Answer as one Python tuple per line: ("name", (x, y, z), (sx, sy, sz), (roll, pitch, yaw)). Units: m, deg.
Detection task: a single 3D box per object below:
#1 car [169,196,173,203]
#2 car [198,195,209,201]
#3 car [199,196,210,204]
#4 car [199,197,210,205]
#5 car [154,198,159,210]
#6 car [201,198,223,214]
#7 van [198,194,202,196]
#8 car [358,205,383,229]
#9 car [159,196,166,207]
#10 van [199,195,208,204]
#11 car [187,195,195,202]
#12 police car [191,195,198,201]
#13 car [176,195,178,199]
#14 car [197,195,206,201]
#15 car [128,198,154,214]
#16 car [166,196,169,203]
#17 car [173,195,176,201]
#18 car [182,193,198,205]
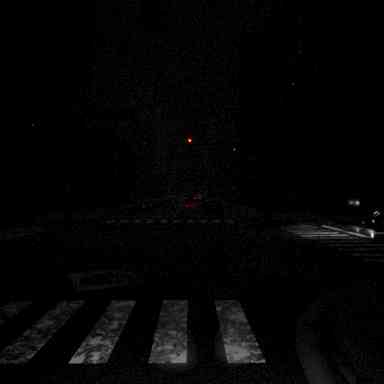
("car", (-5.628, 1.552, 69.253), (1.967, 1.590, 4.097), (0, 0, 0))
("car", (2.372, 1.637, 52.709), (1.947, 1.339, 4.313), (0, 0, 0))
("car", (2.364, 1.641, 47.199), (1.802, 1.307, 4.206), (0, 0, 0))
("car", (2.389, 1.647, 63.730), (2.008, 1.369, 4.403), (0, 0, 0))
("car", (-5.669, 1.490, 41.700), (1.967, 1.590, 4.097), (0, 0, 0))
("car", (2.347, 1.606, 36.176), (1.947, 1.339, 4.313), (0, 0, 0))
("van", (2.381, 1.424, 58.220), (1.690, 1.788, 3.998), (0, 0, 0))
("car", (12.893, 1.305, 20.689), (4.553, 1.767, 2.097), (0, 0, 0))
("car", (-5.653, 1.653, 52.721), (1.802, 1.307, 4.206), (0, 0, 0))
("van", (2.397, 1.453, 69.241), (1.690, 1.788, 3.998), (0, 0, 0))
("car", (-0.232, 1.480, 73.713), (1.812, 1.442, 4.674), (0, 0, 0))
("police car", (0.618, 1.599, 90.257), (1.930, 1.638, 5.238), (0, 0, 0))
("car", (-5.593, 1.721, 91.297), (1.887, 1.381, 4.507), (0, 0, 0))
("car", (2.423, 1.600, 85.774), (1.967, 1.590, 4.097), (0, 0, 0))
("car", (-5.678, 1.480, 36.189), (1.967, 1.590, 4.097), (0, 0, 0))
("car", (-5.644, 1.634, 58.232), (2.008, 1.369, 4.403), (0, 0, 0))
("car", (-5.611, 1.694, 80.275), (2.008, 1.369, 4.403), (0, 0, 0))
("car", (-0.248, 1.318, 63.358), (2.150, 2.045, 5.566), (0, 0, 0))
